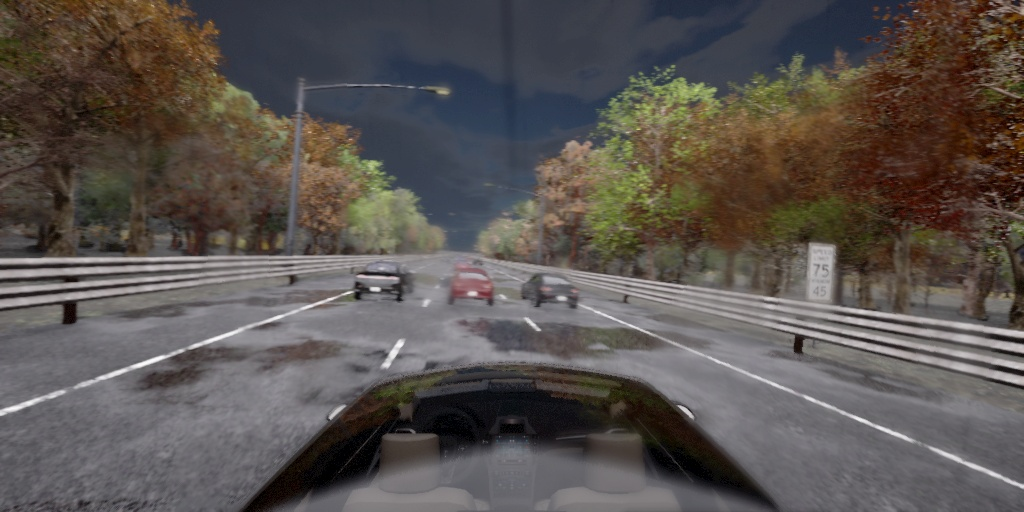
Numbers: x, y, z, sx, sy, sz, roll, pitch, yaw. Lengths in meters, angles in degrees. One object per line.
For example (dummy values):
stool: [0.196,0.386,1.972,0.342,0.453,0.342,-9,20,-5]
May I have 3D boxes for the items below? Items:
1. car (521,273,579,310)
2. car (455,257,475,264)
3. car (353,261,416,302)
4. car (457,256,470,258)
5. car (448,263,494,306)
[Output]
car: [1.640,1.498,16.315,1.812,1.442,4.674,4,0,-9]
car: [-5.840,1.202,42.535,1.994,1.385,4.181,4,0,-9]
car: [-5.263,0.977,15.283,2.128,1.511,4.902,4,0,-9]
car: [-8.525,1.170,60.367,1.895,1.301,4.718,4,0,-9]
car: [-1.812,1.254,15.796,1.812,1.442,4.674,4,0,-9]
